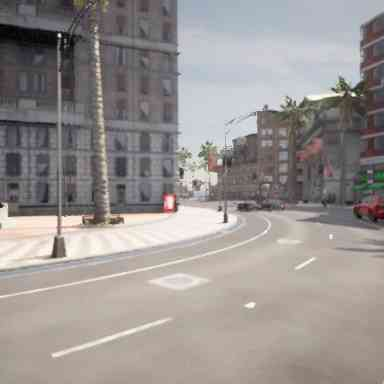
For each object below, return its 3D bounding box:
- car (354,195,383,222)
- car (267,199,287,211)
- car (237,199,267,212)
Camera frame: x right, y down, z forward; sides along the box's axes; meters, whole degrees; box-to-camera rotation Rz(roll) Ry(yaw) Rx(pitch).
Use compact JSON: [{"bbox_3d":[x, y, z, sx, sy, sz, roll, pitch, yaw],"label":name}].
[{"bbox_3d":[14.953,1.286,26.707,2.150,2.045,5.566,0,0,8],"label":"car"},{"bbox_3d":[10.392,1.674,42.957,1.837,1.490,4.892,0,-1,-14],"label":"car"},{"bbox_3d":[7.154,1.740,41.431,1.994,1.385,4.181,0,0,-13],"label":"car"}]
